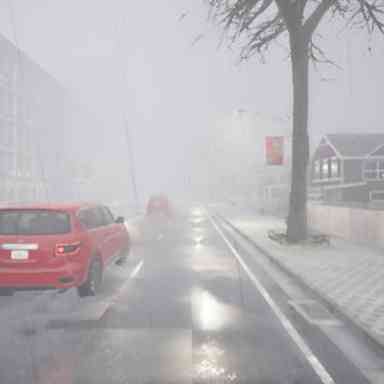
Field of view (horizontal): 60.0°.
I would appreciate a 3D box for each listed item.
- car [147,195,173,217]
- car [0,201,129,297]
[{"bbox_3d":[-3.159,1.316,32.951,2.150,2.045,5.566,0,0,0],"label":"car"},{"bbox_3d":[-3.149,1.250,8.763,2.150,2.045,5.566,0,0,0],"label":"car"}]
